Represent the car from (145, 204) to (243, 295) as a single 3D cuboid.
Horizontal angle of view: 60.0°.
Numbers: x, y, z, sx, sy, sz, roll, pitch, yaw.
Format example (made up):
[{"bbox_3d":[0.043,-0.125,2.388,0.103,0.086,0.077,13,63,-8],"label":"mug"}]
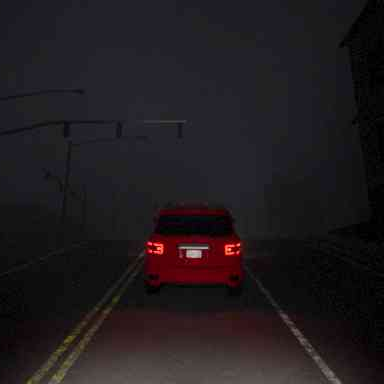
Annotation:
[{"bbox_3d":[0.068,1.346,9.221,2.150,2.045,5.566,1,-1,1],"label":"car"}]
